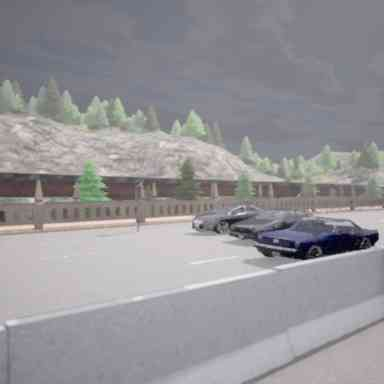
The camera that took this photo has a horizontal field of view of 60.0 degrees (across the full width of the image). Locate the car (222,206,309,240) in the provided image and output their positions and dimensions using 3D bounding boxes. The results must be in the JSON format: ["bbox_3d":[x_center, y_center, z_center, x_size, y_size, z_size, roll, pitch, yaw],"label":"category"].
[{"bbox_3d":[4.236,1.496,15.611,5.357,1.411,2.033,0,0,-35],"label":"car"}]

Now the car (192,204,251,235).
[{"bbox_3d":[2.250,1.440,18.484,4.902,1.511,2.128,0,0,-35],"label":"car"}]

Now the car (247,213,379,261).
[{"bbox_3d":[4.349,1.559,11.392,4.718,1.301,1.895,0,0,-35],"label":"car"}]
